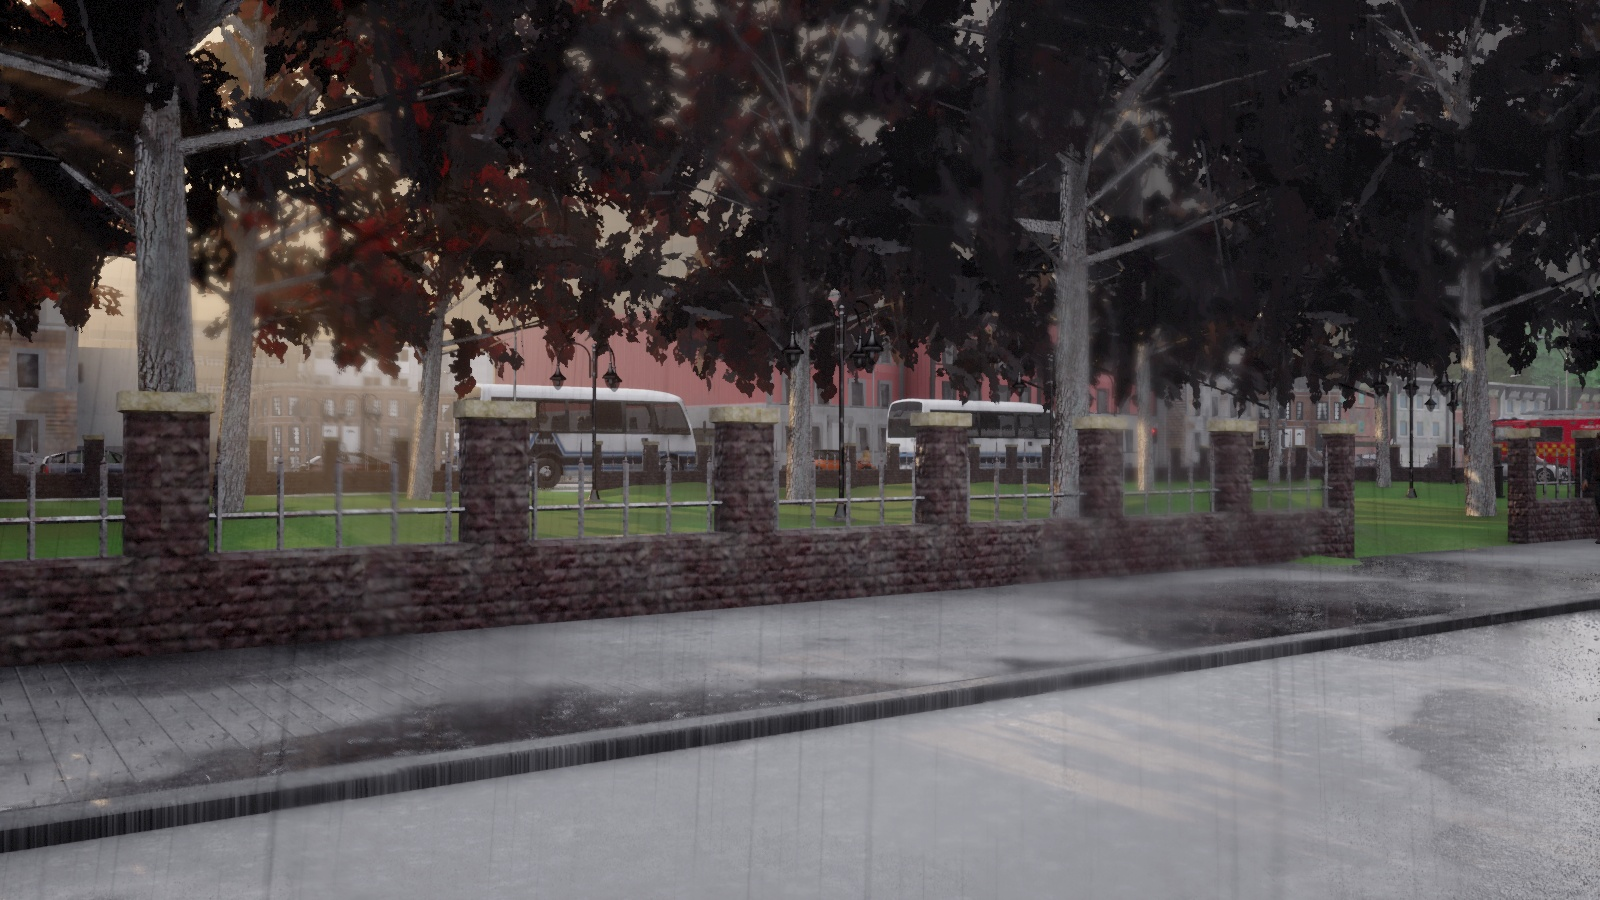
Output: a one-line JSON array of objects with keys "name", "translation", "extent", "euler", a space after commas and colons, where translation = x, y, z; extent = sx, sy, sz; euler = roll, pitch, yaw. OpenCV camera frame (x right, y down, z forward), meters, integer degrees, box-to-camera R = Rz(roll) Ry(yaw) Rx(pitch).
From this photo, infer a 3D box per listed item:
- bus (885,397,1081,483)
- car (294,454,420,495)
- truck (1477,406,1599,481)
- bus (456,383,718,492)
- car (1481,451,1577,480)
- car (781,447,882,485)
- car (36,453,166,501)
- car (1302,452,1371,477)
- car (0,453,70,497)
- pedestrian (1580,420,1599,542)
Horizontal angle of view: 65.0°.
[{"name": "bus", "translation": [9.780, -0.490, 66.470], "extent": [10.273, 4.253, 3.944], "euler": [0, 0, -34]}, {"name": "car", "translation": [-16.821, 0.911, 47.789], "extent": [4.193, 1.474, 1.816], "euler": [0, 0, -35]}, {"name": "truck", "translation": [41.063, -0.343, 66.799], "extent": [2.891, 3.827, 8.468], "euler": [0, 0, -35]}, {"name": "bus", "translation": [-8.897, -0.482, 53.337], "extent": [10.273, 4.253, 3.944], "euler": [0, 0, -35]}, {"name": "car", "translation": [37.564, 0.789, 64.729], "extent": [1.970, 1.475, 3.806], "euler": [0, 0, -37]}, {"name": "car", "translation": [1.542, 0.748, 60.656], "extent": [4.553, 1.767, 2.097], "euler": [0, 0, -35]}, {"name": "car", "translation": [-23.848, 0.879, 42.861], "extent": [3.705, 1.549, 1.789], "euler": [0, 0, -35]}, {"name": "car", "translation": [33.424, 0.879, 78.288], "extent": [1.845, 1.501, 3.633], "euler": [0, 0, -27]}, {"name": "car", "translation": [-28.696, 0.870, 44.346], "extent": [4.902, 1.511, 2.128], "euler": [0, 0, -35]}, {"name": "pedestrian", "translation": [12.471, 0.476, 19.470], "extent": [0.720, 1.854, 0.376], "euler": [0, 0, -35]}]
